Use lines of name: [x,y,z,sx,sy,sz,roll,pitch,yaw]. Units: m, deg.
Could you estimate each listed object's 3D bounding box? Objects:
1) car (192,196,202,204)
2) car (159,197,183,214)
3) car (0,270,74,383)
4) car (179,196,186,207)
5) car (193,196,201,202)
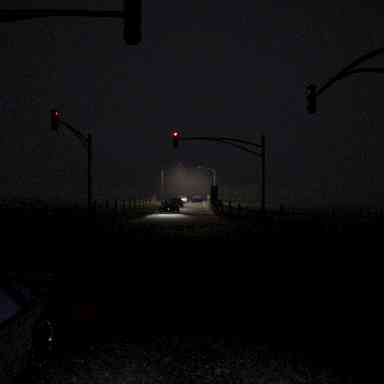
car: [1.059,1.495,65.883,1.882,1.535,5.008,0,0,1]
car: [-2.370,1.571,35.961,1.994,1.385,4.181,0,0,1]
car: [-2.781,1.547,2.877,2.033,1.411,5.357,0,0,1]
car: [-2.187,1.536,47.530,1.812,1.442,4.674,0,0,1]
car: [1.124,1.617,75.917,1.895,1.301,4.718,0,0,1]
